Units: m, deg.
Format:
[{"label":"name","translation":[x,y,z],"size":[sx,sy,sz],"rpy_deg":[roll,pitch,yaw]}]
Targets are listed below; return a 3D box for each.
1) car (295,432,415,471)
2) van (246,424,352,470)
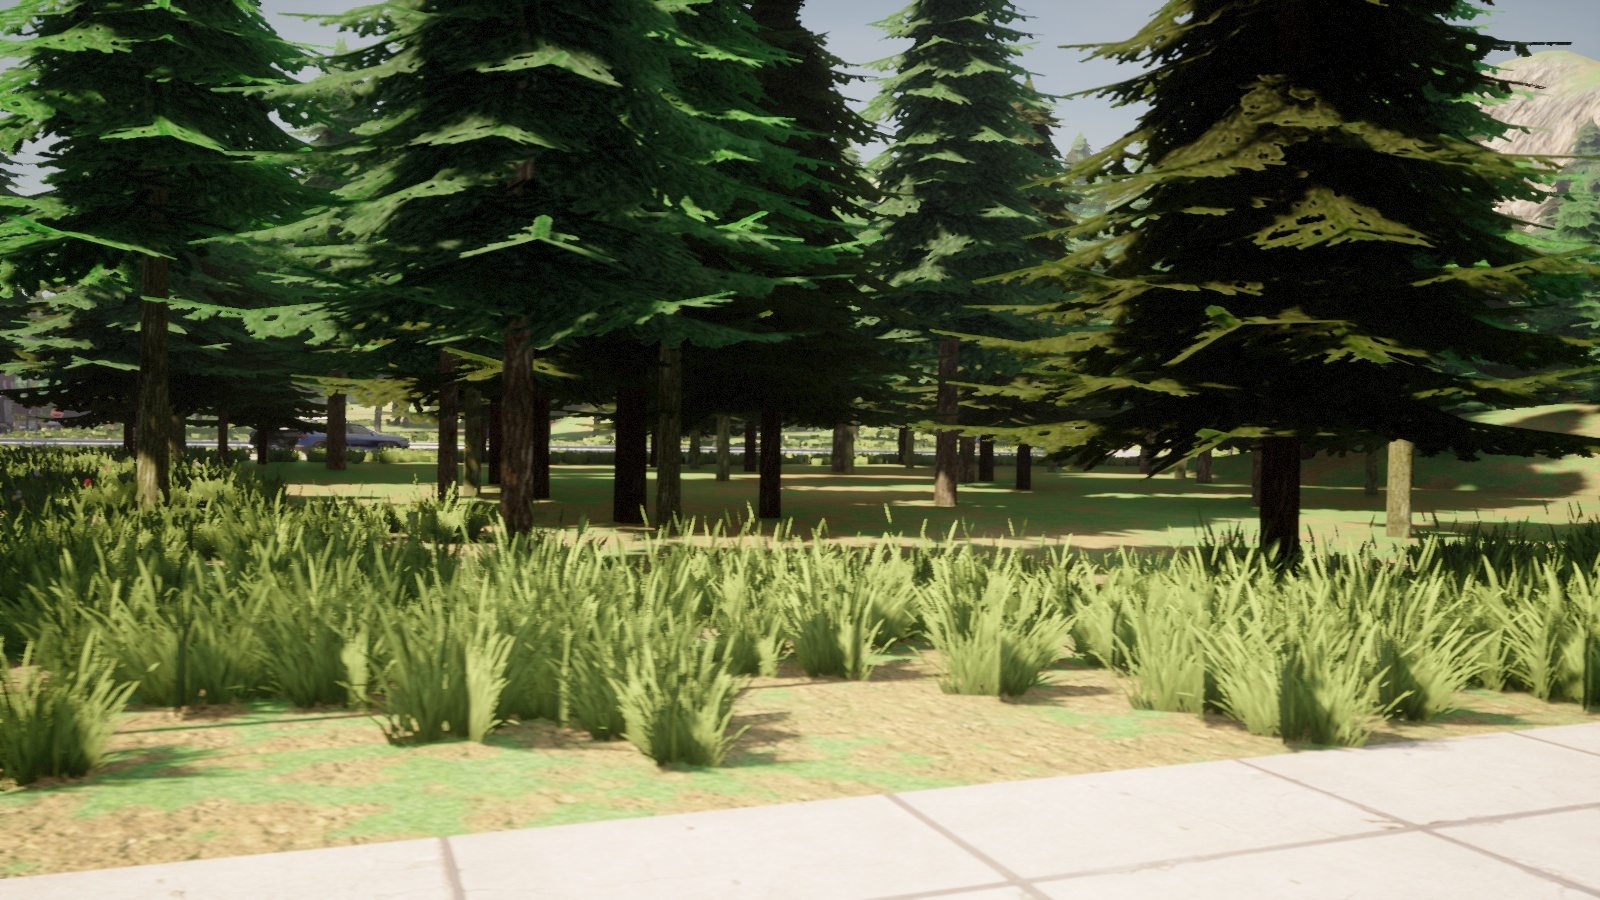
[{"label":"car","translation":[-19.835,0.050,55.982],"size":[4.856,1.649,2.033],"rpy_deg":[-1,1,-24]},{"label":"van","translation":[-23.246,-0.170,58.293],"size":[4.480,2.038,2.069],"rpy_deg":[-1,1,-24]}]
